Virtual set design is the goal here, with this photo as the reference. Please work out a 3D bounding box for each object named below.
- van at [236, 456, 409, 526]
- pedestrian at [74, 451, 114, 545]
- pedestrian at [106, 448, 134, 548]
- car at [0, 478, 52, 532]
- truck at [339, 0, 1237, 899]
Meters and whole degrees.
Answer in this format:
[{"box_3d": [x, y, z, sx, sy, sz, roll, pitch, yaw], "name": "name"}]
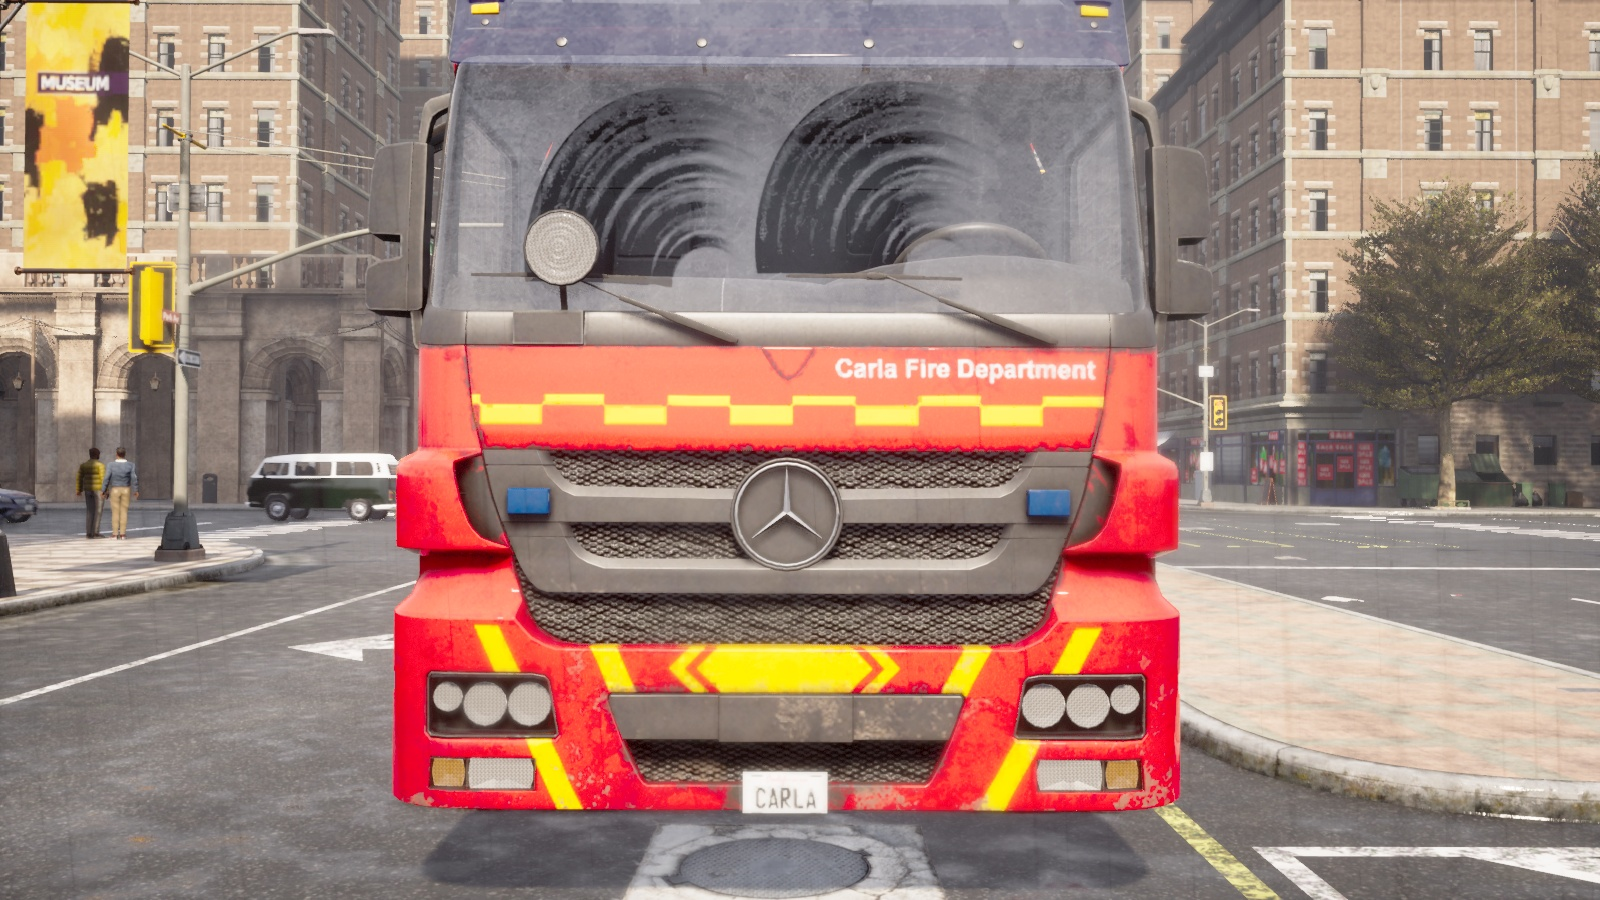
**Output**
[{"box_3d": [-14.466, 1.236, 38.245, 4.480, 2.038, 2.069, 0, -1, 0], "name": "van"}, {"box_3d": [-14.035, 0.946, 24.985, 0.370, 1.835, 0.726, 0, -1, 0], "name": "pedestrian"}, {"box_3d": [-13.447, 0.941, 24.820, 0.423, 1.949, 0.788, 0, -1, -32], "name": "pedestrian"}, {"box_3d": [-23.538, 1.515, 34.674, 4.674, 1.442, 1.812, 0, -1, 0], "name": "car"}, {"box_3d": [-0.054, -0.211, 8.305, 2.891, 3.827, 8.468, 0, -1, 0], "name": "truck"}]
